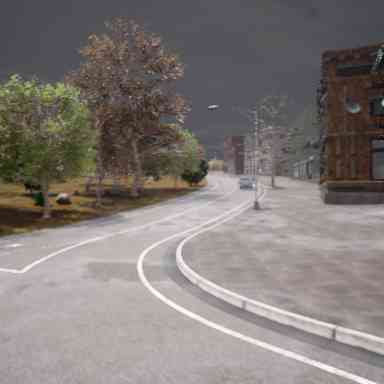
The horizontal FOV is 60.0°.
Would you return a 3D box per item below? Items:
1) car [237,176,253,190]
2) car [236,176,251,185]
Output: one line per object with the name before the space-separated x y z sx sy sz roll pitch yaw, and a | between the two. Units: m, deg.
car | 7.749 -1.128 48.010 2.033 1.411 5.357 0 4 10
car | 9.386 -2.179 60.929 2.128 1.511 4.902 0 4 3
